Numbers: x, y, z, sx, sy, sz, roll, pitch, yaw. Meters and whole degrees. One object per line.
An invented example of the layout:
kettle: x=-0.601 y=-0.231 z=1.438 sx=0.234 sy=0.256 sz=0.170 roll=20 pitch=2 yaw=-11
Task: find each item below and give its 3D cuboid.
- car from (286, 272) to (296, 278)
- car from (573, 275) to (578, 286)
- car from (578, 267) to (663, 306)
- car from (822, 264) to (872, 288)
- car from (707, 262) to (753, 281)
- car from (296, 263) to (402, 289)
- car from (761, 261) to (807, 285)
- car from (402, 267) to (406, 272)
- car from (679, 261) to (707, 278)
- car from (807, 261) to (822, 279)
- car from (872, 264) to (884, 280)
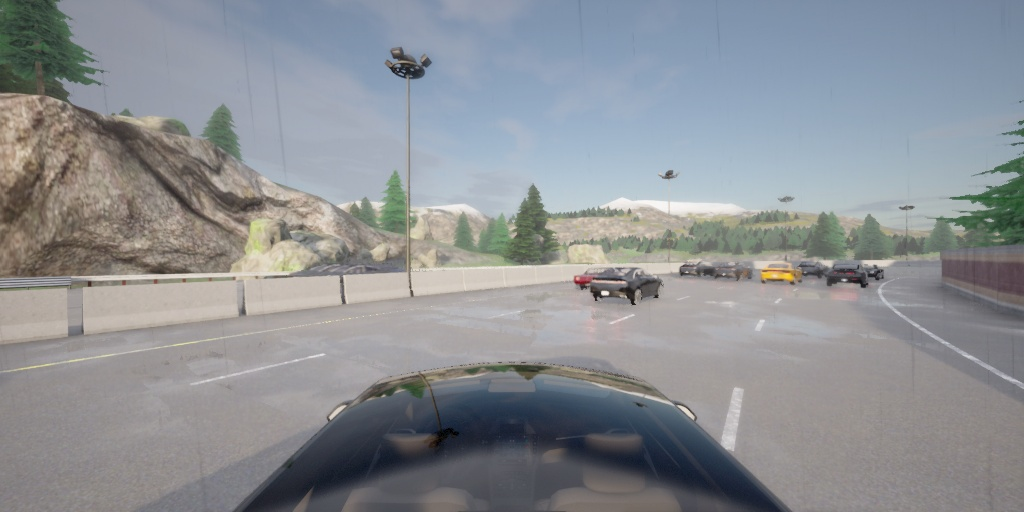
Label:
car: x=-11.740 y=1.241 z=23.081 sx=2.128 sy=1.511 sz=4.902 roll=0 pitch=0 yaw=38
car: x=5.791 y=1.351 z=22.044 sx=1.895 sy=1.301 sz=4.718 roll=0 pitch=0 yaw=42
car: x=5.213 y=1.241 z=15.972 sx=2.128 sy=1.511 sz=4.902 roll=0 pitch=0 yaw=40
car: x=22.499 y=1.255 z=24.009 sx=4.892 sy=1.490 sz=1.837 roll=0 pitch=0 yaw=-43
car: x=18.473 y=1.240 z=29.828 sx=4.902 sy=1.511 sz=2.128 roll=0 pitch=0 yaw=-43
car: x=-9.204 y=1.241 z=20.647 sx=2.128 sy=1.511 sz=4.902 roll=0 pitch=0 yaw=38
car: x=19.817 y=1.228 z=26.289 sx=5.008 sy=1.535 sz=1.882 roll=0 pitch=0 yaw=-44
car: x=-11.064 y=1.297 z=29.586 sx=2.033 sy=1.411 sz=5.357 roll=0 pitch=0 yaw=40
car: x=17.372 y=1.241 z=33.537 sx=4.902 sy=1.511 sz=2.128 roll=0 pitch=0 yaw=-42
car: x=27.777 y=1.241 z=33.140 sx=4.902 sy=1.511 sz=2.128 roll=0 pitch=0 yaw=-39
car: x=30.453 y=1.351 z=30.825 sx=4.718 sy=1.301 sz=1.895 roll=0 pitch=0 yaw=-39
